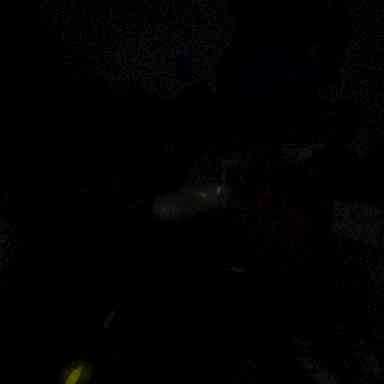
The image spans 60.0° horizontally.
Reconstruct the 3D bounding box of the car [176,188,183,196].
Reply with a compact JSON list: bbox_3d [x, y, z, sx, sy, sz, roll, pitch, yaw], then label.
[{"bbox_3d":[-2.735,-0.066,67.736,2.033,1.411,5.357,0,1,0],"label":"car"}]

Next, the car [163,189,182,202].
[{"bbox_3d":[-2.741,0.633,43.513,1.895,1.301,4.718,0,1,0],"label":"car"}]
